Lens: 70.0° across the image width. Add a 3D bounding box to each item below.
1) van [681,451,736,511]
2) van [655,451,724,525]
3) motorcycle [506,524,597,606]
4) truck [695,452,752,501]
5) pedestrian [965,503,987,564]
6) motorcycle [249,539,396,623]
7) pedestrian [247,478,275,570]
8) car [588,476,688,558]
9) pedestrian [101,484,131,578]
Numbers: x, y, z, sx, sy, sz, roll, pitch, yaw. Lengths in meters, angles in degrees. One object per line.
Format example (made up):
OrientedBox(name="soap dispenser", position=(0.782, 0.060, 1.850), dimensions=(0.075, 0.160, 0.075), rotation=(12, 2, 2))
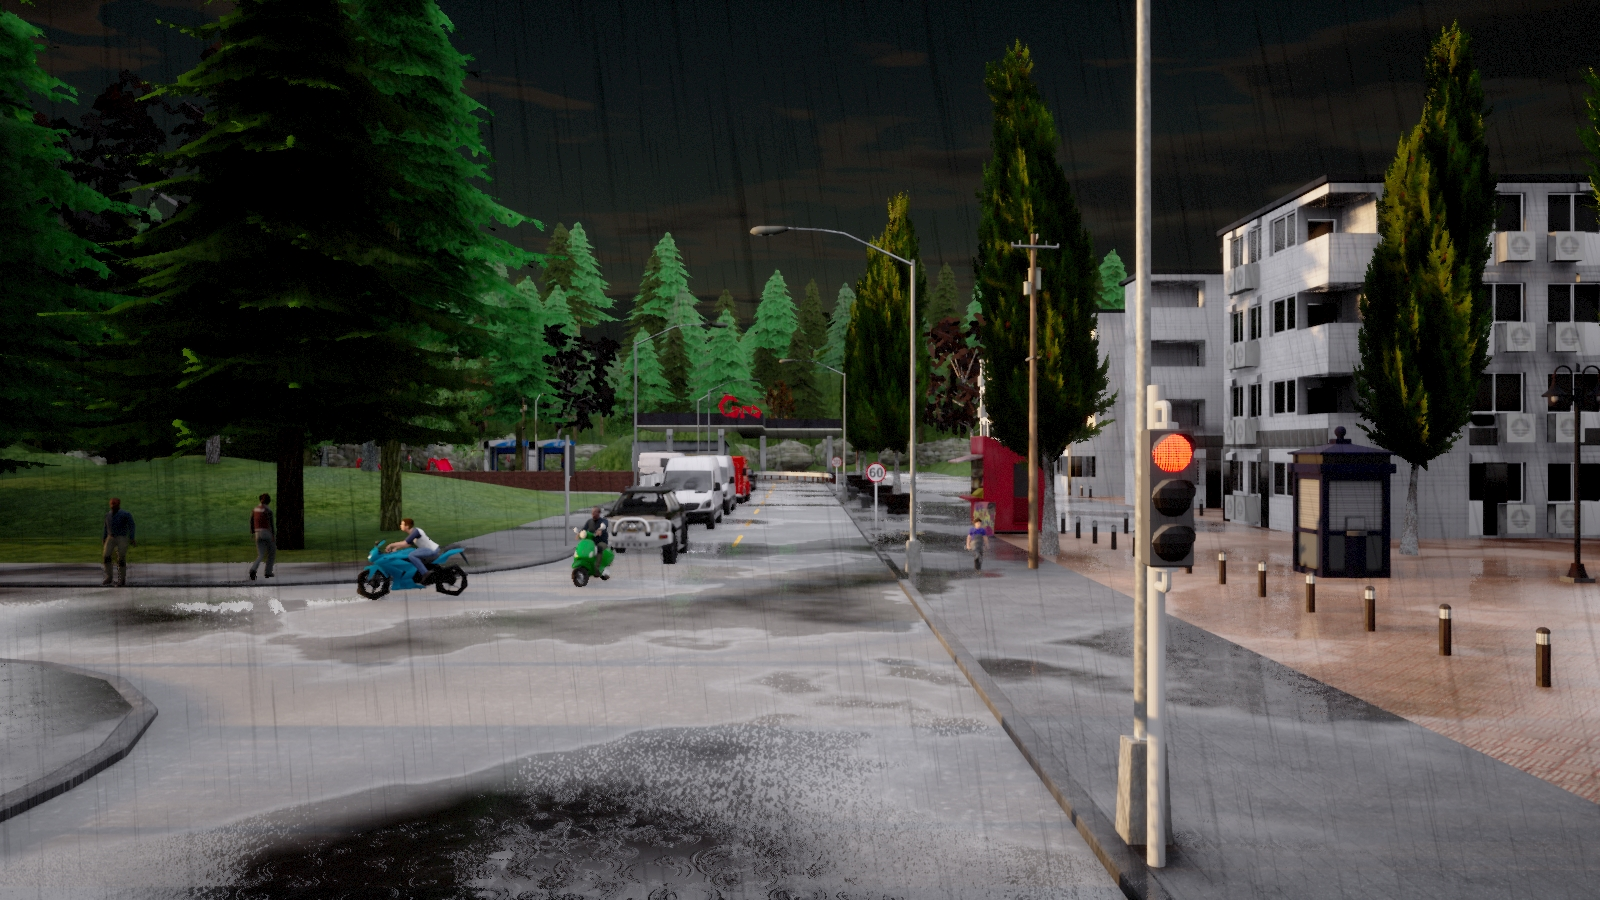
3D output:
OrientedBox(name="van", position=(-4.008, 1.306, 51.085), dimensions=(1.988, 2.561, 5.915), rotation=(0, 0, 0))
OrientedBox(name="van", position=(-4.013, 1.307, 42.390), dimensions=(1.988, 2.561, 5.915), rotation=(0, 0, 0))
OrientedBox(name="motorcycle", position=(-4.290, 1.958, 19.853), dimensions=(0.856, 1.236, 1.805), rotation=(0, 0, 12))
OrientedBox(name="truck", position=(-3.991, 1.338, 60.450), dimensions=(2.627, 2.467, 5.204), rotation=(0, 0, 0))
OrientedBox(name="pedestrian", position=(3.802, 1.800, 24.712), dimensions=(0.375, 1.300, 0.375), rotation=(0, 0, -12))
OrientedBox(name="motorcycle", position=(-7.301, 1.990, 17.575), dimensions=(2.033, 1.145, 0.803), rotation=(0, 0, -18))
OrientedBox(name="pedestrian", position=(-11.126, 1.521, 23.590), dimensions=(0.375, 1.860, 0.375), rotation=(0, 0, 10))
OrientedBox(name="car", position=(-4.060, 1.639, 29.349), dimensions=(1.932, 1.855, 4.605), rotation=(0, 0, 0))
OrientedBox(name="pedestrian", position=(-13.800, 1.625, 23.060), dimensions=(0.375, 1.860, 0.375), rotation=(0, 0, 0))
